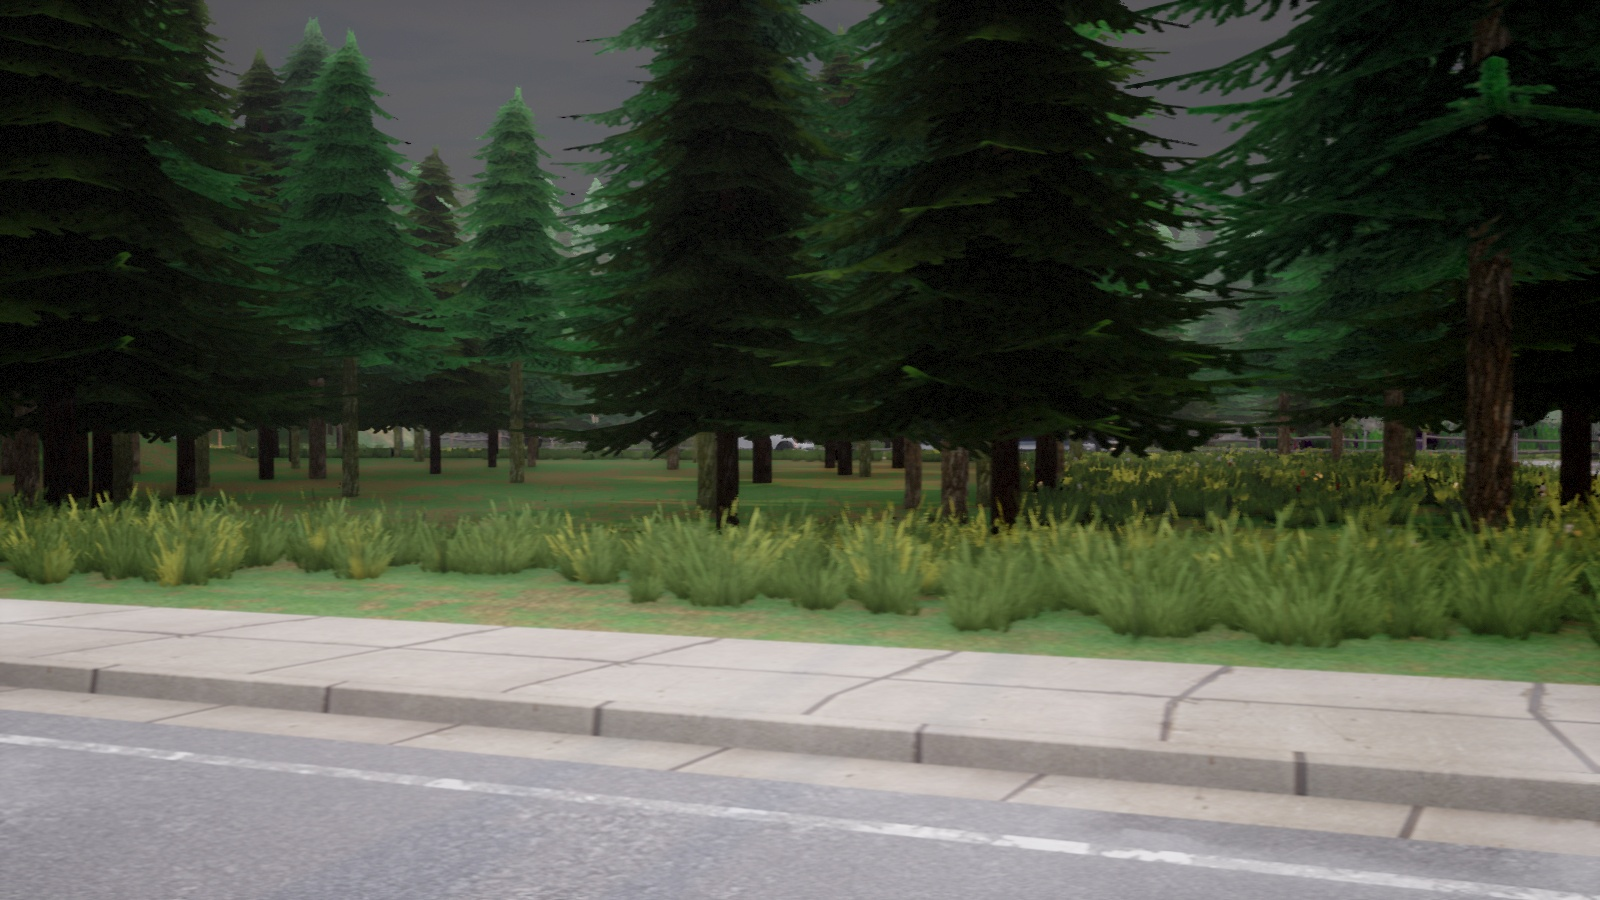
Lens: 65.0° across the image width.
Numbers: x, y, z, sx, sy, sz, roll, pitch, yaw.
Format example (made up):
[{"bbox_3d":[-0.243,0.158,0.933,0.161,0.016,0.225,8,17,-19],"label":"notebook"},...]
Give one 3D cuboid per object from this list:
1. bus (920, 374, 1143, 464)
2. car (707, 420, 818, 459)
[{"bbox_3d":[11.505,-1.528,62.457,10.273,4.253,3.944,1,1,22],"label":"bus"},{"bbox_3d":[-2.016,-0.583,67.573,5.566,2.045,2.150,1,1,21],"label":"car"}]
